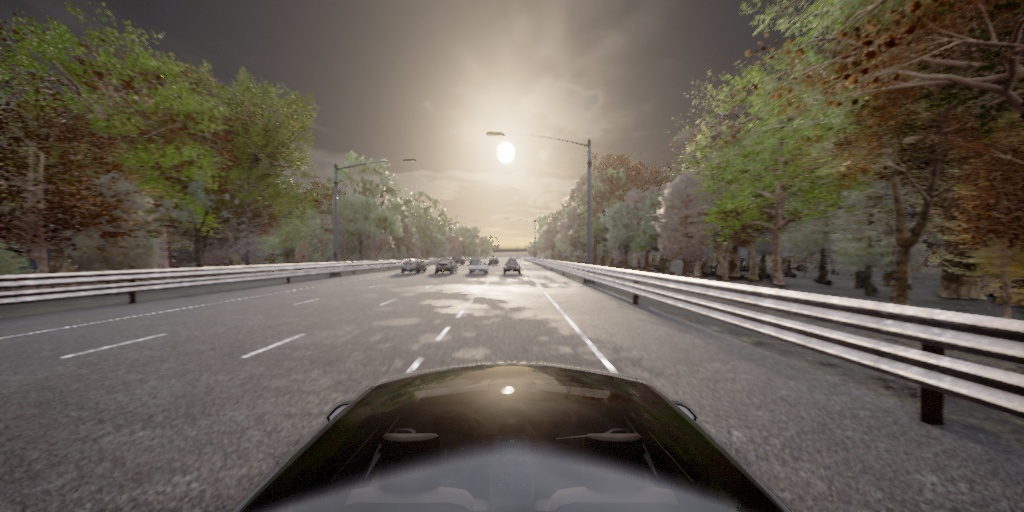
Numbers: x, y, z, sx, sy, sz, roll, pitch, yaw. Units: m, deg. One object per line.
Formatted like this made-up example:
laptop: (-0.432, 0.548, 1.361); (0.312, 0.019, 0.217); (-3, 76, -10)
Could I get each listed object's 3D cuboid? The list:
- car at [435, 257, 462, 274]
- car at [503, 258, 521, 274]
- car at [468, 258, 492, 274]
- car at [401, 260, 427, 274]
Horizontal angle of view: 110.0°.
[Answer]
car: (-6.992, 1.135, 38.656); (1.837, 1.490, 4.892); (0, 1, 0)
car: (0.004, 1.229, 38.644); (1.895, 1.301, 4.718); (0, 0, 0)
car: (-3.497, 1.229, 38.644); (1.895, 1.301, 4.718); (0, 0, 0)
car: (-10.492, 1.120, 38.668); (2.128, 1.511, 4.902); (0, 0, 0)
